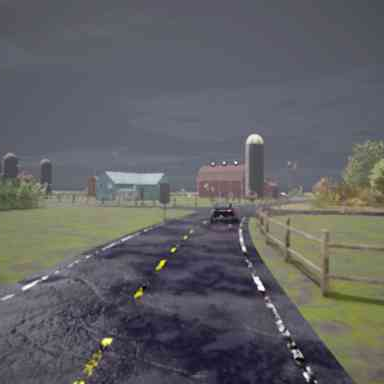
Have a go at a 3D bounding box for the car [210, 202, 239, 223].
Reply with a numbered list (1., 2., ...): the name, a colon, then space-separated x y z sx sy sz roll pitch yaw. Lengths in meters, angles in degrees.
1. car: 2.546 1.537 26.114 2.128 1.511 4.902 0 0 11
